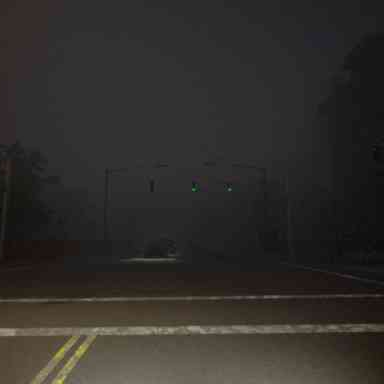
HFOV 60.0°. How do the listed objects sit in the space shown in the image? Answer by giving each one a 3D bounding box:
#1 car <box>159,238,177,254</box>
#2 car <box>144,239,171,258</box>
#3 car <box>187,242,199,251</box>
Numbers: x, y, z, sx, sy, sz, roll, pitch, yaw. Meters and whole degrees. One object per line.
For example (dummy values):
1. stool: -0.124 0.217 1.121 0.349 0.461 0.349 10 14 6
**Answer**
1. car: -3.457 6.957 43.260 2.150 2.045 5.566 0 -9 0
2. car: -3.496 5.652 32.935 1.882 1.535 5.008 0 -9 0
3. car: 0.166 9.547 58.677 2.128 1.511 4.902 0 -9 0
